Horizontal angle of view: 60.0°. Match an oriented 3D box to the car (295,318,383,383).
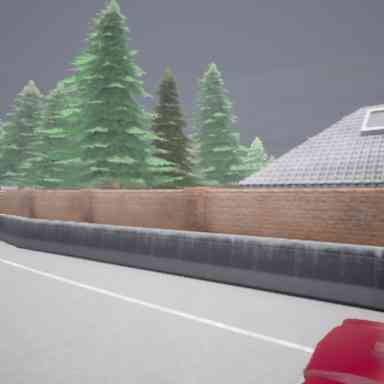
[{"bbox_3d":[3.015,1.618,1.878,4.718,1.301,1.895,0,0,35],"label":"car"}]
